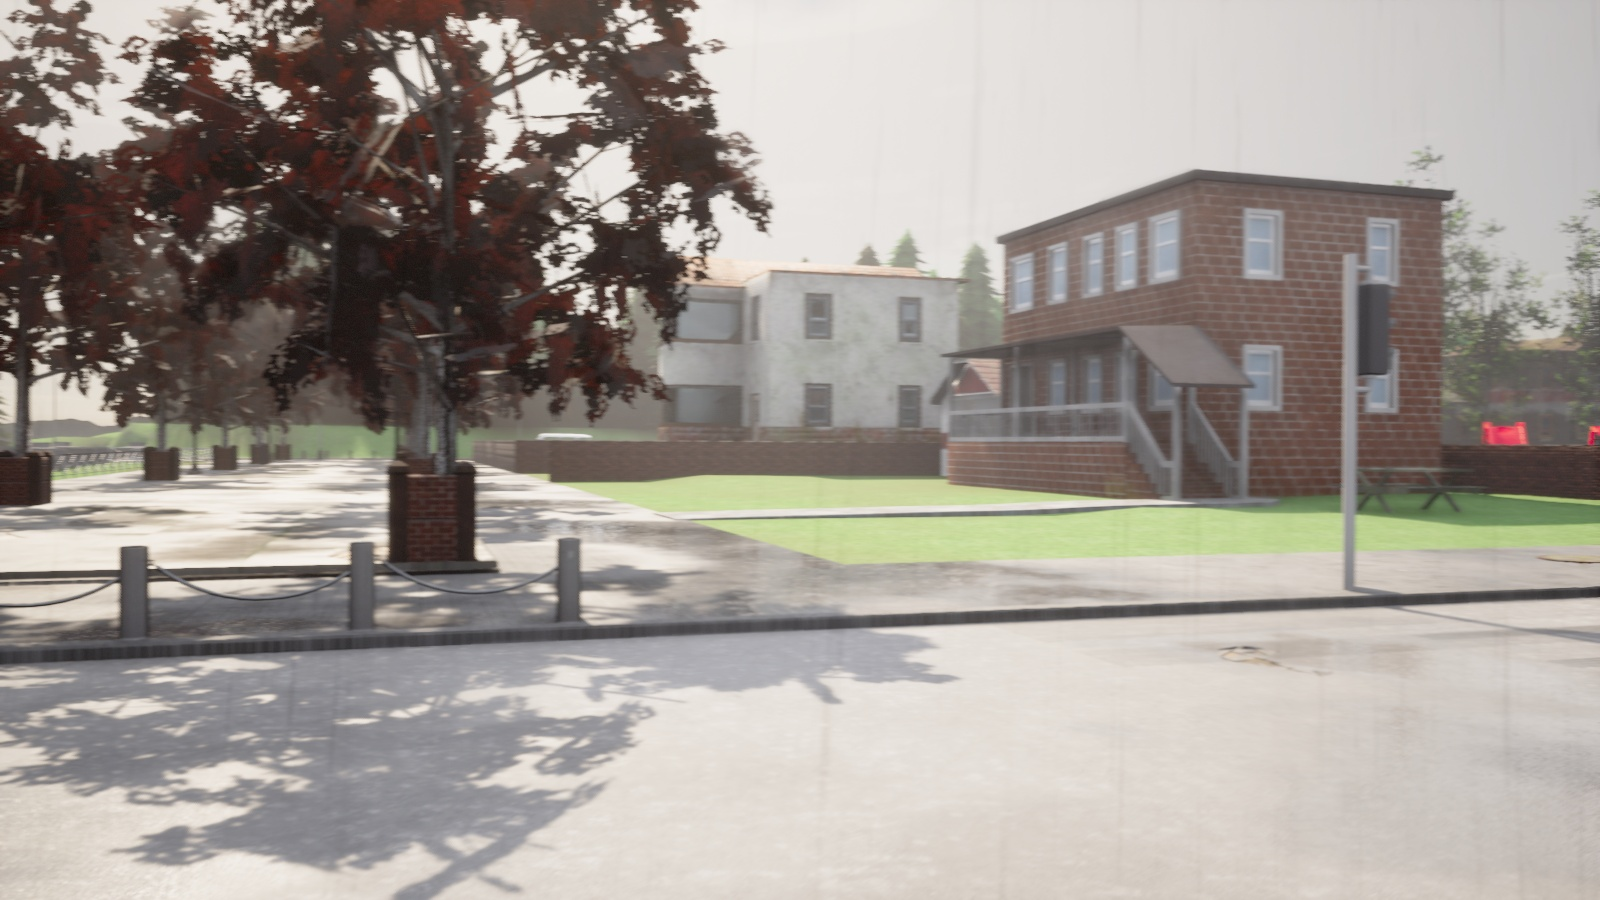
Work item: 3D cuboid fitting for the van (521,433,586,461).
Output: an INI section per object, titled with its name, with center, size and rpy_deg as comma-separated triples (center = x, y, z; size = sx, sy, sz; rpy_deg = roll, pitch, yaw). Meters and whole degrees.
[van]
center = -18.221, -0.224, 92.756
size = 4.480, 2.038, 2.069
rpy_deg = 0, 0, -18
